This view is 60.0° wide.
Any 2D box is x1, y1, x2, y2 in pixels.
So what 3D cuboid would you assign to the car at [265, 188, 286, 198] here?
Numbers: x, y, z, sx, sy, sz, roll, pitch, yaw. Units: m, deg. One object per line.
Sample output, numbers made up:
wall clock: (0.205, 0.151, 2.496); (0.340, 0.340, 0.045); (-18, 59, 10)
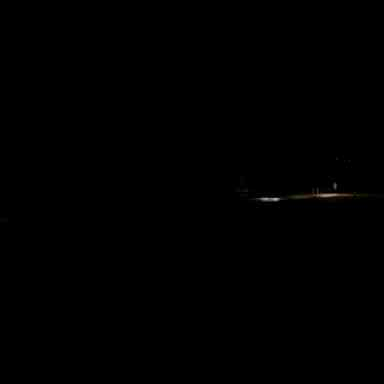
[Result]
car: (12.758, 0.106, 50.654); (1.882, 1.535, 5.008); (0, 1, 35)
